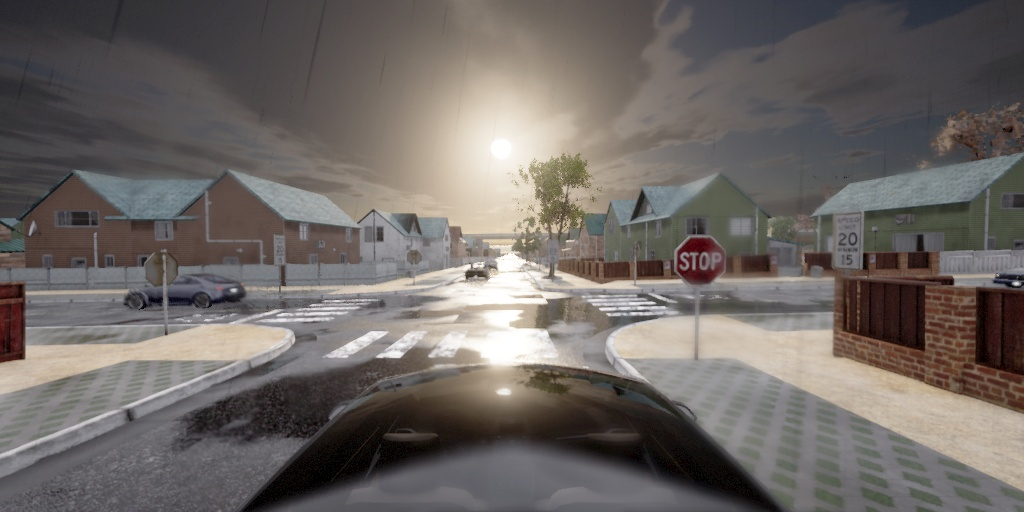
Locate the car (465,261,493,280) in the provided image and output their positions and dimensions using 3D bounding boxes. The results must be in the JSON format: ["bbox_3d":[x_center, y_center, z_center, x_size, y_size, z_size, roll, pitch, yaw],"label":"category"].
[{"bbox_3d":[-2.905,1.335,30.827,1.895,1.301,4.718,0,0,0],"label":"car"}]

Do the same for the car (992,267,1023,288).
[{"bbox_3d":[24.858,0.787,15.791,5.357,1.411,2.033,-1,2,0],"label":"car"}]

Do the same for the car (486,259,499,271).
[{"bbox_3d":[-2.930,1.228,49.993,1.837,1.490,4.892,0,0,0],"label":"car"}]

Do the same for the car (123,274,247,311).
[{"bbox_3d":[-13.947,1.480,15.441,4.181,1.385,1.994,-1,2,0],"label":"car"}]
